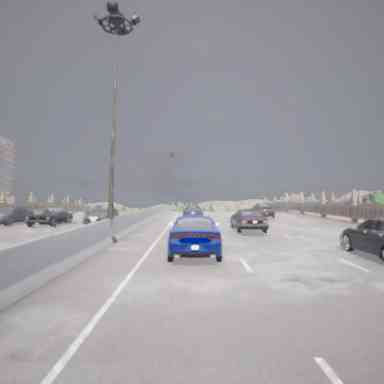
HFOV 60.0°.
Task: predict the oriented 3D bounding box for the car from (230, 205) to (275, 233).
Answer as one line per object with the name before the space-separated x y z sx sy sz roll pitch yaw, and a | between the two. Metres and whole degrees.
car | 3.598 1.798 21.508 2.033 1.411 5.357 0 -1 0

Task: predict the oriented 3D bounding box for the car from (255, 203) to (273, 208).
car | 7.098 1.885 33.824 2.128 1.511 4.902 0 -1 0

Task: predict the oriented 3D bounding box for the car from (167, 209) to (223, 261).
car | 0.098 1.629 12.978 1.882 1.535 5.008 0 -1 0

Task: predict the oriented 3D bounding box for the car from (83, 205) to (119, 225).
car | -7.099 1.799 26.268 2.128 1.511 4.902 0 -1 0

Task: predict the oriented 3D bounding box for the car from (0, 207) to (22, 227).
car | -14.101 1.848 25.787 2.033 1.411 5.357 0 -1 0

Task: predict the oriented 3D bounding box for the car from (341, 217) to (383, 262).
car | 7.099 1.645 11.924 1.837 1.490 4.892 0 -1 0

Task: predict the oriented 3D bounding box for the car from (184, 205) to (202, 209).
car | 0.098 1.955 33.657 1.994 1.385 4.181 0 -1 0

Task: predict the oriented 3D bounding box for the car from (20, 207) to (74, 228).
car | -10.601 1.892 24.978 1.895 1.301 4.718 0 -1 0
